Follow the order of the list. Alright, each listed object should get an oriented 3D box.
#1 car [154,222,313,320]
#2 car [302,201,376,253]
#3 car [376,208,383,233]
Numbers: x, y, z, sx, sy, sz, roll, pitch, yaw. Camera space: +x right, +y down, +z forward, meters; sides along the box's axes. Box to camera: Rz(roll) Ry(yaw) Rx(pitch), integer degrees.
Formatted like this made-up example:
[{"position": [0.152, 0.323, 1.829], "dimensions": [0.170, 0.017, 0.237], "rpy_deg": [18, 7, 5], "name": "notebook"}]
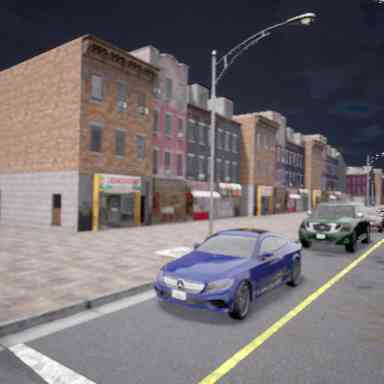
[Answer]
[{"position": [1.144, 1.620, 7.824], "dimensions": [1.812, 1.442, 4.674], "rpy_deg": [1, -1, 36], "name": "car"}, {"position": [6.875, 1.486, 15.666], "dimensions": [2.150, 2.045, 5.566], "rpy_deg": [1, -1, 37], "name": "car"}, {"position": [12.651, 1.963, 23.603], "dimensions": [1.812, 1.442, 4.674], "rpy_deg": [1, -1, 36], "name": "car"}]
